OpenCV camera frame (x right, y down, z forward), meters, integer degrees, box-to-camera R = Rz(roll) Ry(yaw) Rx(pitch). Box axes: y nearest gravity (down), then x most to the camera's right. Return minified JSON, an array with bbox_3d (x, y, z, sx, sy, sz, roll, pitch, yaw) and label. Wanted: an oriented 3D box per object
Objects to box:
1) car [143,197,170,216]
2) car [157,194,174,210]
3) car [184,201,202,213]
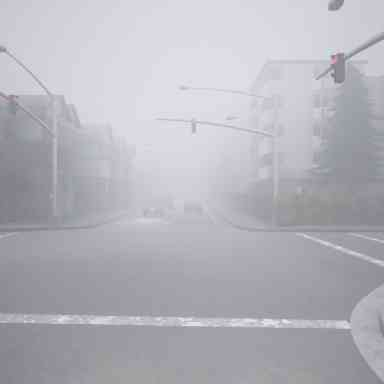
[{"bbox_3d":[-3.589,1.491,32.324,2.128,1.511,4.902,0,0,0],"label":"car"},{"bbox_3d":[-3.566,1.221,42.900,2.150,2.045,5.566,0,0,0],"label":"car"},{"bbox_3d":[0.116,1.600,36.653,1.895,1.301,4.718,0,0,0],"label":"car"}]
